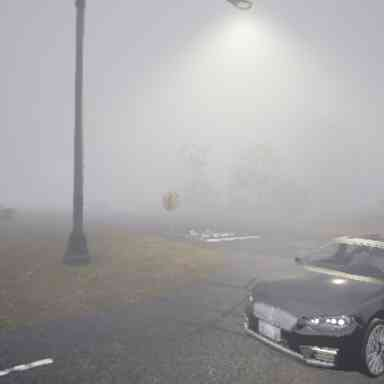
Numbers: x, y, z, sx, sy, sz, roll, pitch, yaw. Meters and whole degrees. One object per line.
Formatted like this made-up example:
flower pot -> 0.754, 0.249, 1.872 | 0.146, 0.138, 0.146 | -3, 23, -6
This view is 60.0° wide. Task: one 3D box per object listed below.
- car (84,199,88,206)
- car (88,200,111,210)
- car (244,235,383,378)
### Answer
car -> -18.796, 1.948, 58.200 | 1.895, 1.301, 4.718 | 1, -1, -31
car -> -13.564, 1.872, 49.671 | 1.994, 1.385, 4.181 | 1, -1, -31
car -> 3.061, 1.540, 5.644 | 4.902, 1.511, 2.128 | 0, 0, -33
